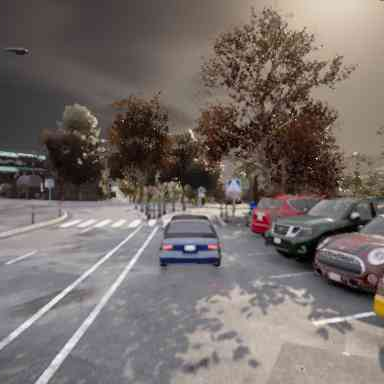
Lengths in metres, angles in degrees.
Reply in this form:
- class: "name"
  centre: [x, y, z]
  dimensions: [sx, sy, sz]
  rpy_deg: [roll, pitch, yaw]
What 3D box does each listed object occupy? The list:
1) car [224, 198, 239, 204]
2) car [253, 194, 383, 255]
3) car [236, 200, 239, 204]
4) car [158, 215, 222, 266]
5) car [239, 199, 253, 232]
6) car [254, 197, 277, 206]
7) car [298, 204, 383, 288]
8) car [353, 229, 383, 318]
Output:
- class: "car"
  centre: [10.688, 2.322, 87.057]
  dimensions: [4.553, 1.767, 2.097]
  rpy_deg: [0, 0, 30]
- class: "car"
  centre: [5.201, 1.169, 11.196]
  dimensions: [5.566, 2.045, 2.435]
  rpy_deg: [1, 1, -21]
- class: "car"
  centre: [5.093, 1.361, 17.159]
  dimensions: [4.892, 1.521, 2.231]
  rpy_deg: [1, 0, -22]
- class: "car"
  centre: [-0.075, 1.476, 11.176]
  dimensions: [2.033, 1.411, 5.357]
  rpy_deg: [0, 1, -1]
- class: "car"
  centre: [5.194, 1.139, 14.198]
  dimensions: [5.566, 2.045, 2.435]
  rpy_deg: [1, 0, -21]
- class: "car"
  centre: [17.433, 2.240, 79.203]
  dimensions: [2.150, 2.045, 5.566]
  rpy_deg: [0, 0, -30]
- class: "car"
  centre: [5.300, 1.325, 8.253]
  dimensions: [4.553, 1.767, 2.185]
  rpy_deg: [1, 1, -21]
- class: "car"
  centre: [5.476, 1.472, 5.347]
  dimensions: [5.366, 1.575, 1.946]
  rpy_deg: [1, 0, -21]
